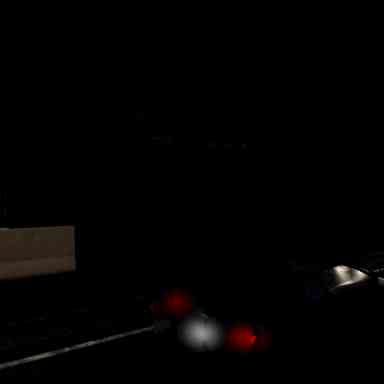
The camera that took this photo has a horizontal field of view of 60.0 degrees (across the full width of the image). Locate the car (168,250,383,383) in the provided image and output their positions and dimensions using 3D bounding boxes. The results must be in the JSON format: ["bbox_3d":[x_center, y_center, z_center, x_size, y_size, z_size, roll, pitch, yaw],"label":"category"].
[{"bbox_3d":[1.746,1.589,4.920,4.181,1.385,1.994,0,0,-35],"label":"car"}]
